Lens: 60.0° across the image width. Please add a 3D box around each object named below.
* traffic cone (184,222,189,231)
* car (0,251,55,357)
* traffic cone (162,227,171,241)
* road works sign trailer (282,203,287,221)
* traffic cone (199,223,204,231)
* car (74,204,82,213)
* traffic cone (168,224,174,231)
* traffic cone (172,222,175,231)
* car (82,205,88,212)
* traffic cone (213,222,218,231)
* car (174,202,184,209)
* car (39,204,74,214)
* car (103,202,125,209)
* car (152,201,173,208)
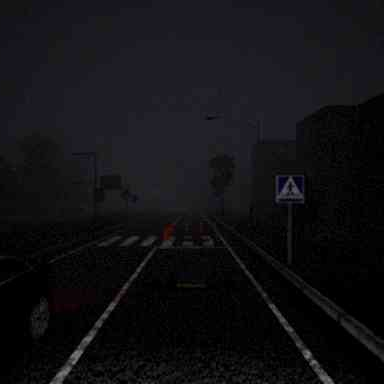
[{"bbox_3d":[-0.365,2.407,23.367,0.340,0.580,0.340,0,-2,0],"label":"traffic cone"},{"bbox_3d":[-3.246,1.523,3.764,2.128,1.511,4.902,0,-1,0],"label":"car"},{"bbox_3d":[-1.371,2.242,17.369,0.340,0.580,0.340,0,-1,0],"label":"traffic cone"},{"bbox_3d":[11.943,2.300,39.951,2.380,3.560,2.880,6,43,22],"label":"road works sign trailer"},{"bbox_3d":[0.634,2.408,23.366,0.340,0.580,0.340,0,-2,0],"label":"traffic cone"},{"bbox_3d":[-21.852,2.812,56.236,4.892,1.521,2.231,0,-2,0],"label":"car"},{"bbox_3d":[-1.369,2.296,19.369,0.340,0.580,0.340,0,-2,0],"label":"traffic cone"},{"bbox_3d":[-1.366,2.351,21.368,0.340,0.580,0.340,0,-2,0],"label":"traffic cone"},{"bbox_3d":[-21.853,2.902,59.508,5.008,1.535,2.097,0,-2,0],"label":"car"},{"bbox_3d":[1.634,2.408,23.365,0.340,0.580,0.340,0,-2,0],"label":"traffic cone"},{"bbox_3d":[-3.072,3.759,88.577,1.837,1.490,4.892,0,-2,0],"label":"car"},{"bbox_3d":[-21.865,2.759,52.960,4.674,1.452,2.002,0,-2,0],"label":"car"},{"bbox_3d":[-21.740,3.789,91.129,5.008,1.535,2.097,0,-2,0],"label":"car"},{"bbox_3d":[-8.651,3.876,93.851,4.892,1.521,2.231,0,-2,0],"label":"car"}]
